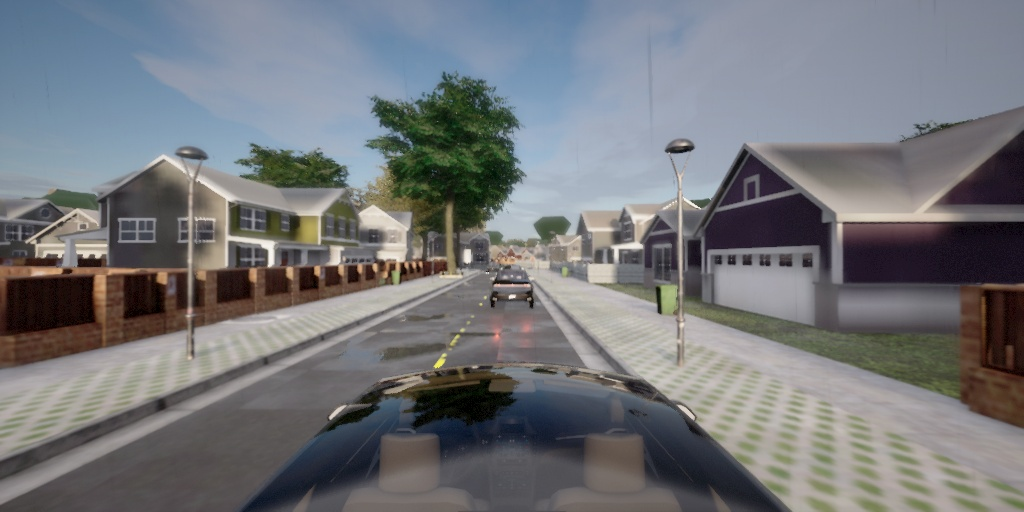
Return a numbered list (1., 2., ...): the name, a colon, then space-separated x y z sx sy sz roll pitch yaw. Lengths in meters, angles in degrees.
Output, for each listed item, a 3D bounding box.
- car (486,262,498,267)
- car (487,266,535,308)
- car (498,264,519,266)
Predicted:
1. car: -2.739 1.670 53.295 1.837 1.490 4.892 0 -1 0
2. car: 0.007 1.371 16.150 2.128 1.511 4.902 0 0 0
3. car: 0.013 1.473 31.329 1.882 1.535 5.008 0 0 0
